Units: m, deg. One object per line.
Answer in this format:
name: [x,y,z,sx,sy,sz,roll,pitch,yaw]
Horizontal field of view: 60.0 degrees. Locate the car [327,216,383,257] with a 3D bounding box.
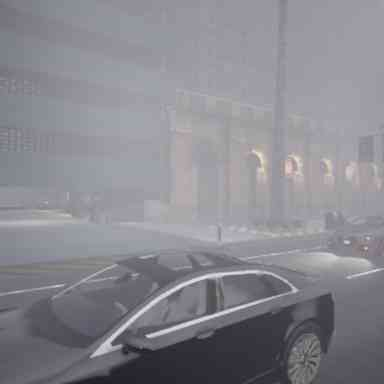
car: [7.406,1.711,13.605,4.181,1.385,1.994,1,0,-36]

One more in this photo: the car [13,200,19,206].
car: [-25.815,1.519,52.931,4.786,1.482,2.161,1,0,-36]

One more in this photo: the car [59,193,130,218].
car: [-7.994,1.137,28.671,5.566,2.045,2.435,1,0,-36]

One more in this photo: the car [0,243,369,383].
car: [-0.357,1.510,3.739,4.902,1.511,2.128,1,0,-36]

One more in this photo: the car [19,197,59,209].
car: [-19.418,1.563,43.245,4.718,1.301,1.895,1,0,-36]
